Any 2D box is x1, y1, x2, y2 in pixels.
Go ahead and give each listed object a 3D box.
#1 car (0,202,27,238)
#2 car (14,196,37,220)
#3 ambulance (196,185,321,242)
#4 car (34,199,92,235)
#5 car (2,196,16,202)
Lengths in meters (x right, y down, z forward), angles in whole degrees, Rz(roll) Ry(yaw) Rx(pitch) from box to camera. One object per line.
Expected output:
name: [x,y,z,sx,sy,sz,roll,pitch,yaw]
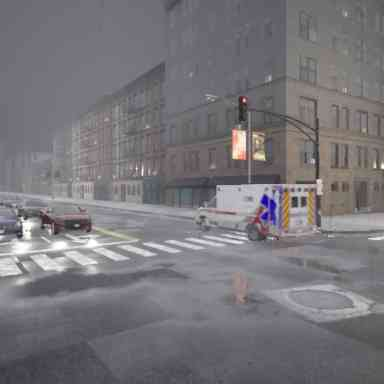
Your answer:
car: [-9.617,1.445,16.402,1.812,1.442,4.674,-1,1,-35]
car: [-12.352,1.330,25.978,1.837,1.490,4.892,-1,1,-35]
ambulance: [2.716,0.897,15.932,2.351,2.431,6.366,-1,1,-35]
car: [-7.095,1.363,18.431,1.882,1.535,5.008,-1,1,-35]
car: [-19.887,1.224,36.825,2.128,1.511,4.902,-1,1,-34]
